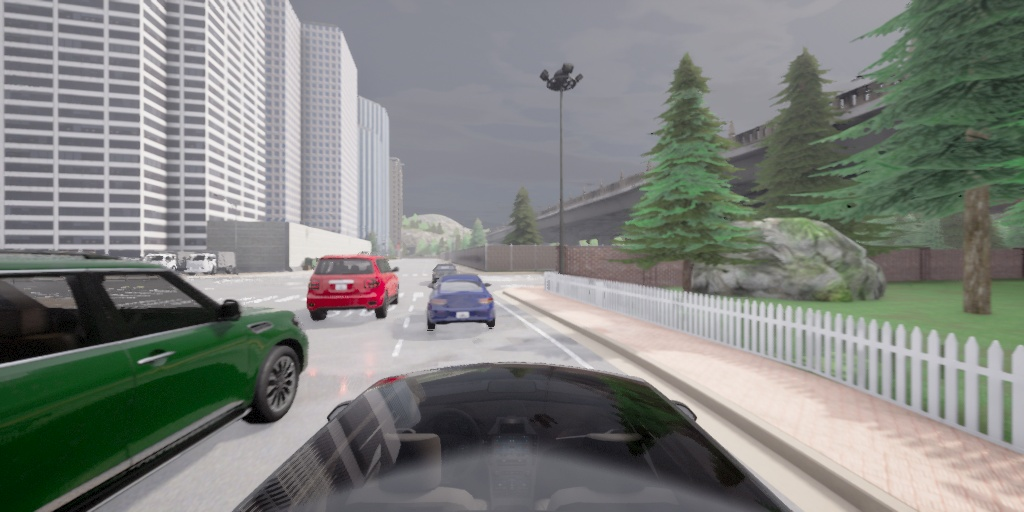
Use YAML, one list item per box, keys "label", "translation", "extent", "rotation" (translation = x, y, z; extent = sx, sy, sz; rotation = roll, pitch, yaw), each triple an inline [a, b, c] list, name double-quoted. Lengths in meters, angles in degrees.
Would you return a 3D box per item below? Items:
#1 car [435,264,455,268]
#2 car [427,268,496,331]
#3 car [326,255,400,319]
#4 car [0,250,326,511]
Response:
- label: "car"
  translation: [-5.092, 1.313, 27.319]
  extent: [2.033, 1.411, 5.357]
  rotation: [0, 0, -13]
- label: "car"
  translation: [-1.590, 1.273, 11.009]
  extent: [1.812, 1.442, 4.674]
  rotation: [0, 0, -10]
- label: "car"
  translation: [-5.363, 0.976, 12.787]
  extent: [2.150, 2.045, 5.566]
  rotation: [0, 0, -11]
- label: "car"
  translation: [-3.732, 0.979, 2.560]
  extent: [2.150, 2.045, 5.566]
  rotation: [0, 0, -4]
